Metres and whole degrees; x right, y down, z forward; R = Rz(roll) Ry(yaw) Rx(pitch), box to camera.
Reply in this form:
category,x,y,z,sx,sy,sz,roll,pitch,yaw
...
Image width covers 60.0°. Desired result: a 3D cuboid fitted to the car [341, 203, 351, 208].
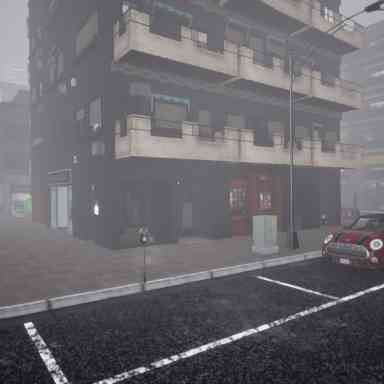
category,x,y,z,sx,sy,sz,roll,pitch,yaw
car,12.976,1.589,30.285,1.994,1.385,4.181,-1,1,-36

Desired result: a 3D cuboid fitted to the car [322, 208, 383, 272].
category,x,y,z,sx,sy,sz,roll,pitch,yaw
car,5.938,1.437,10.582,4.097,1.590,1.967,0,-1,-36
